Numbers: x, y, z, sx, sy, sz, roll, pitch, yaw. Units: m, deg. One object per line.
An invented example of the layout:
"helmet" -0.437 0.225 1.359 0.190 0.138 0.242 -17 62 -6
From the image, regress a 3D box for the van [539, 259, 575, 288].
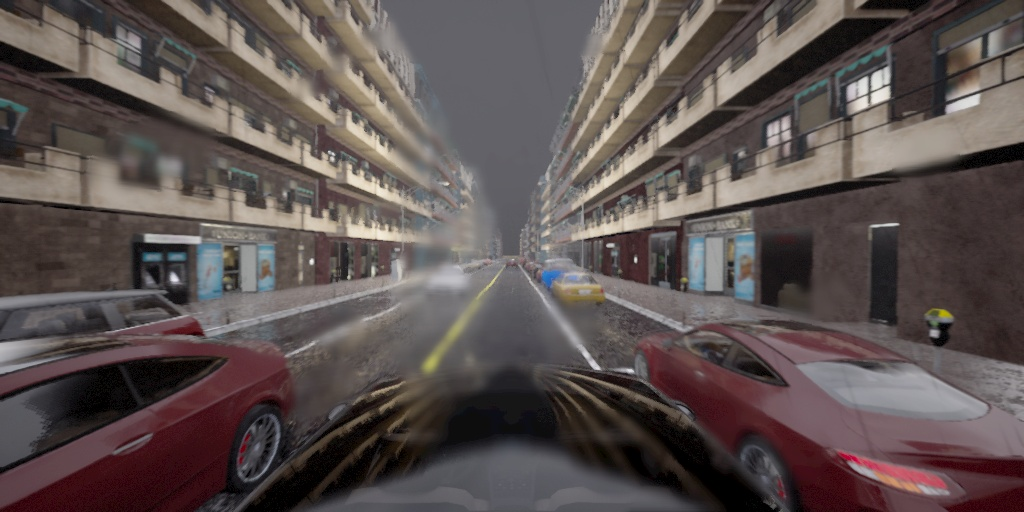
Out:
"van" 2.698 1.083 20.899 1.690 1.789 3.998 0 0 0

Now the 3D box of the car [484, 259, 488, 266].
"car" -5.667 1.309 60.699 2.007 1.370 4.403 0 0 0

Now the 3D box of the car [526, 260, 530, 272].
"car" 2.705 1.326 37.953 1.802 1.307 4.207 0 0 0

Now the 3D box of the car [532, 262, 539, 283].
"car" 2.700 1.324 26.584 1.802 1.307 4.207 0 0 0

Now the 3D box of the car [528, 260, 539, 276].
"car" 2.703 1.308 32.269 1.948 1.339 4.313 0 0 0

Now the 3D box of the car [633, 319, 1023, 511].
"car" 2.691 1.330 3.845 1.802 1.307 4.207 0 0 0

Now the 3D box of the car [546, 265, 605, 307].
"car" 2.696 1.269 15.385 1.751 1.417 4.829 0 0 0

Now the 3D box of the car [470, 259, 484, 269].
"car" -5.669 1.279 54.844 1.751 1.417 4.829 0 0 0

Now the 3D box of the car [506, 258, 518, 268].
"car" 0.026 1.112 63.070 2.097 1.767 4.553 0 0 0

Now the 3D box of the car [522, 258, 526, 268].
"car" 2.710 1.332 49.323 1.802 1.307 4.207 0 0 0

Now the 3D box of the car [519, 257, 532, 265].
"car" 2.714 1.072 60.692 2.192 1.841 5.009 0 0 0

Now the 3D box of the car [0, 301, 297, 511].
"car" -3.089 1.276 1.837 1.812 1.442 4.674 0 0 0

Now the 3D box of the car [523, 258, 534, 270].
"car" 2.707 1.291 43.638 1.888 1.381 4.507 0 0 0

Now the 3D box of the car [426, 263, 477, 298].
"car" -3.072 1.269 18.424 1.812 1.442 4.674 0 0 0

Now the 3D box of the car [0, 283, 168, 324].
"car" -5.699 1.189 3.851 1.967 1.591 4.097 0 0 0
